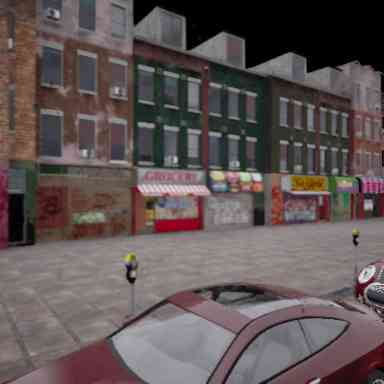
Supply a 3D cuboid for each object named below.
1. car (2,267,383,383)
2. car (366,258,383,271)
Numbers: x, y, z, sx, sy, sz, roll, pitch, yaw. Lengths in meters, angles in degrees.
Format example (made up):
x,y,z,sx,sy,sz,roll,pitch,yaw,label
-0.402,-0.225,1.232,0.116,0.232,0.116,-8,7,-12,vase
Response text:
x,y,z,sx,sy,sz,roll,pitch,yaw,label
0.250,1.590,2.990,4.206,1.307,1.802,0,0,-36,car
4.870,1.475,6.286,4.097,1.590,1.967,0,0,-36,car
